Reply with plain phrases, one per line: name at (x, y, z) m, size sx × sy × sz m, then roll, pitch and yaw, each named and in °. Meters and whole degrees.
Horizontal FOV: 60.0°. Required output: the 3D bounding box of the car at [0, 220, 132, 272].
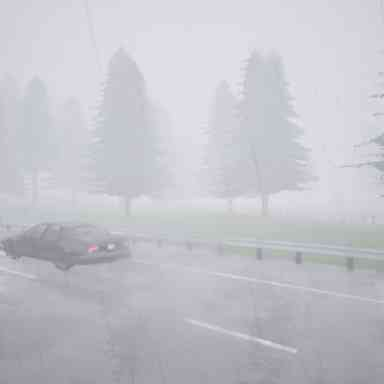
car at (-4.465, 1.692, 11.414) m, size 5.357 × 1.411 × 2.033 m, roll 0°, pitch -1°, yaw 35°
